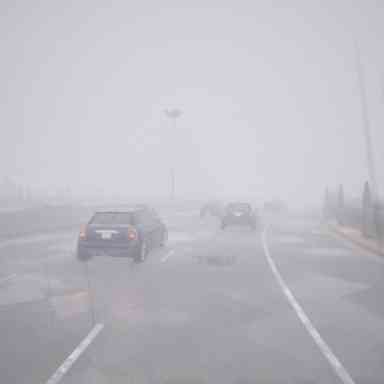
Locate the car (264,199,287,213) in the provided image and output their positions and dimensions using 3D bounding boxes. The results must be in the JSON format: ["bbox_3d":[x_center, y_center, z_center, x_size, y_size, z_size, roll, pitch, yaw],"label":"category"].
[{"bbox_3d":[9.666,1.544,38.335,1.882,1.535,5.008,0,0,27],"label":"car"}]

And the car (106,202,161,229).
[{"bbox_3d":[-3.784,1.498,22.487,1.837,1.490,4.892,0,0,14],"label":"car"}]

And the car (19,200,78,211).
[{"bbox_3d":[-10.799,1.507,24.054,2.033,1.411,5.357,0,0,15],"label":"car"}]

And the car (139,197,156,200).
[{"bbox_3d":[-7.121,1.559,51.939,1.812,1.442,4.674,0,0,29],"label":"car"}]

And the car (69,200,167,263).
[{"bbox_3d":[-2.309,1.347,12.156,2.097,1.767,4.553,0,0,7],"label":"car"}]

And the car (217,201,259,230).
[{"bbox_3d":[3.216,1.379,21.566,2.097,1.767,4.553,0,0,14],"label":"car"}]

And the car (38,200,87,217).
[{"bbox_3d":[-12.197,1.481,31.664,1.812,1.442,4.674,0,0,18],"label":"car"}]

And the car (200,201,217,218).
[{"bbox_3d":[2.104,1.530,29.675,1.837,1.490,4.892,0,0,19],"label":"car"}]
